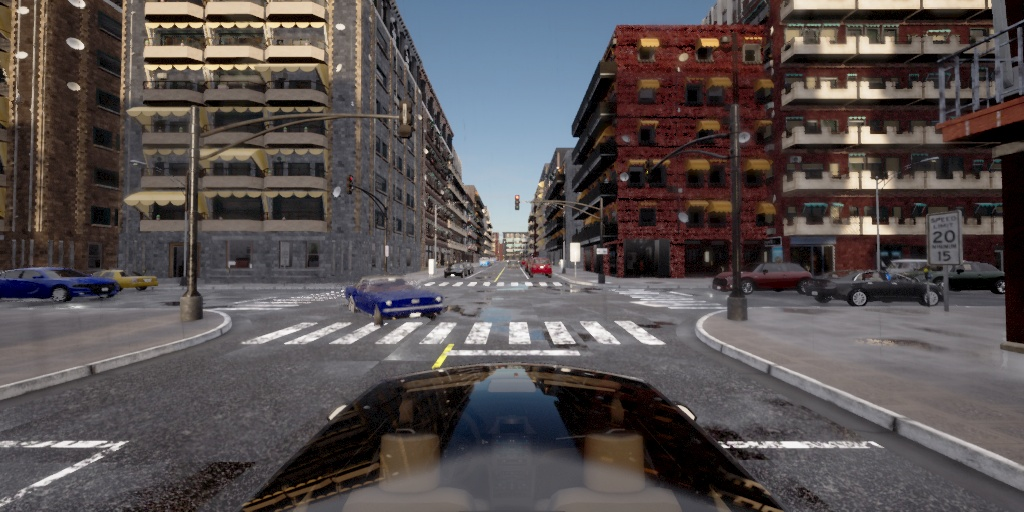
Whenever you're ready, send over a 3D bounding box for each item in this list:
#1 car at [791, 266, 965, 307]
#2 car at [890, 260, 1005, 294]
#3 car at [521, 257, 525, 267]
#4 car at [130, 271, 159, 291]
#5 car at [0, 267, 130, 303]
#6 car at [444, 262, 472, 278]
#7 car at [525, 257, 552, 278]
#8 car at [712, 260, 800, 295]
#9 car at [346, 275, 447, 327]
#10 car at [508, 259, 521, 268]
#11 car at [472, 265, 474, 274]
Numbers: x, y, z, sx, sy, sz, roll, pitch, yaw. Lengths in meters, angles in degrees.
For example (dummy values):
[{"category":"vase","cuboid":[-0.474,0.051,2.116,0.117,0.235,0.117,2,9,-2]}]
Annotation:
[{"category":"car","cuboid":[13.765,1.185,13.702,4.403,1.370,2.007,0,0,0]},{"category":"car","cuboid":[23.095,1.079,19.096,4.553,1.767,2.097,0,-1,0]},{"category":"car","cuboid":[2.641,1.086,45.138,2.192,1.841,5.009,0,0,0]},{"category":"car","cuboid":[-24.409,1.436,21.739,4.829,1.417,1.751,0,0,0]},{"category":"car","cuboid":[-21.033,1.265,16.329,5.008,1.535,1.882,0,-1,0]},{"category":"car","cuboid":[-5.259,1.328,33.983,1.948,1.339,4.313,0,0,0]},{"category":"car","cuboid":[2.622,1.077,34.015,2.192,1.841,5.009,0,0,0]},{"category":"car","cuboid":[13.246,1.102,19.115,4.553,1.767,2.097,0,-1,-1]},{"category":"car","cuboid":[-3.984,1.324,11.787,1.895,1.301,4.718,0,0,-36]},{"category":"car","cuboid":[0.206,1.311,62.781,2.128,1.511,4.902,0,0,0]},{"category":"car","cuboid":[-5.250,1.331,39.544,1.948,1.339,4.313,0,0,0]}]
